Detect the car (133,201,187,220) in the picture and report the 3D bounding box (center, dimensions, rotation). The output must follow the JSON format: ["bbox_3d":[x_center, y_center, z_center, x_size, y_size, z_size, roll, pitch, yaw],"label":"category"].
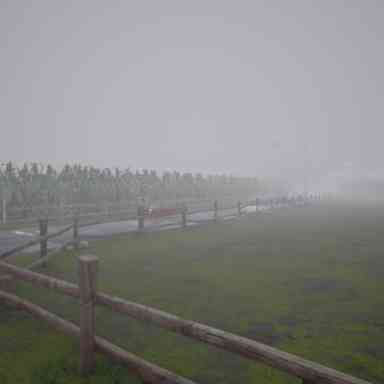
[{"bbox_3d":[-2.416,1.352,25.984,1.895,1.301,4.718,1,1,33],"label":"car"}]

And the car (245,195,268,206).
[{"bbox_3d":[8.519,1.091,43.516,1.994,1.385,4.181,1,1,31],"label":"car"}]

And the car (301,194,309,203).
[{"bbox_3d":[17.640,0.999,53.801,1.895,1.301,4.718,1,1,29],"label":"car"}]

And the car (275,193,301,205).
[{"bbox_3d":[12.851,0.863,45.234,2.097,1.767,4.553,1,1,30],"label":"car"}]
